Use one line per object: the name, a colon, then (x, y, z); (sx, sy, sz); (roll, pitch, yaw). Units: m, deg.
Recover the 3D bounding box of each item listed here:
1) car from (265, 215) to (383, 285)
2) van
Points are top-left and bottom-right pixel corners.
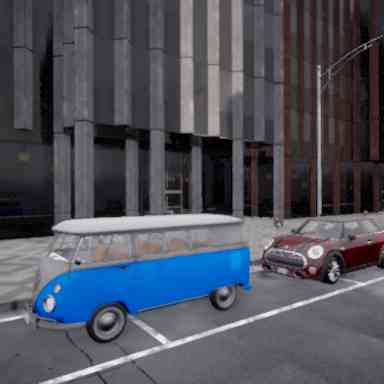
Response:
car: (3.865, 1.423, 9.406); (4.097, 1.590, 1.967); (0, 0, -35)
van: (-0.725, 1.335, 6.134); (3.998, 1.788, 1.690); (0, 0, -35)
